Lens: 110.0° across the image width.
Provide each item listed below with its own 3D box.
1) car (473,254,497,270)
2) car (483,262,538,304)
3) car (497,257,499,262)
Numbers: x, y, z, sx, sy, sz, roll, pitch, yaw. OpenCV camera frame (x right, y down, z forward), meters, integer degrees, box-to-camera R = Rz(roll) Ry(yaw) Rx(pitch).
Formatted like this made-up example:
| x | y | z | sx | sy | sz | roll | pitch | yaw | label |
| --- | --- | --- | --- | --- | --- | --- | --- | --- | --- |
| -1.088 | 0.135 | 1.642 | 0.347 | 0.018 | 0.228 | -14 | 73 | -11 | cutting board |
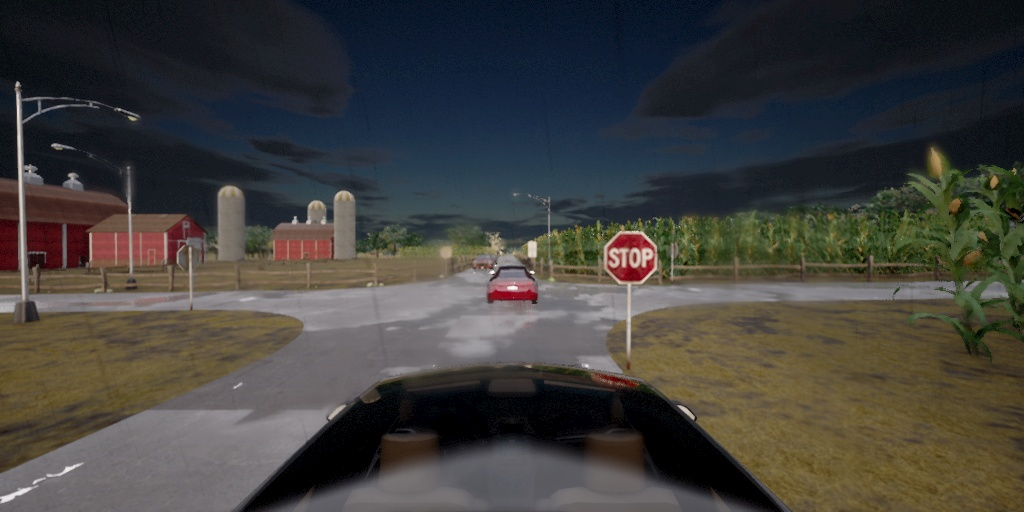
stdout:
| x | y | z | sx | sy | sz | roll | pitch | yaw | label |
| --- | --- | --- | --- | --- | --- | --- | --- | --- | --- |
| -3.021 | 0.598 | 38.606 | 2.097 | 1.767 | 4.553 | 0 | 1 | 0 | car |
| 0.016 | 1.118 | 15.146 | 1.994 | 1.385 | 4.181 | 0 | 1 | 0 | car |
| -3.081 | 0.550 | 54.176 | 1.837 | 1.490 | 4.892 | 0 | 1 | 0 | car |
